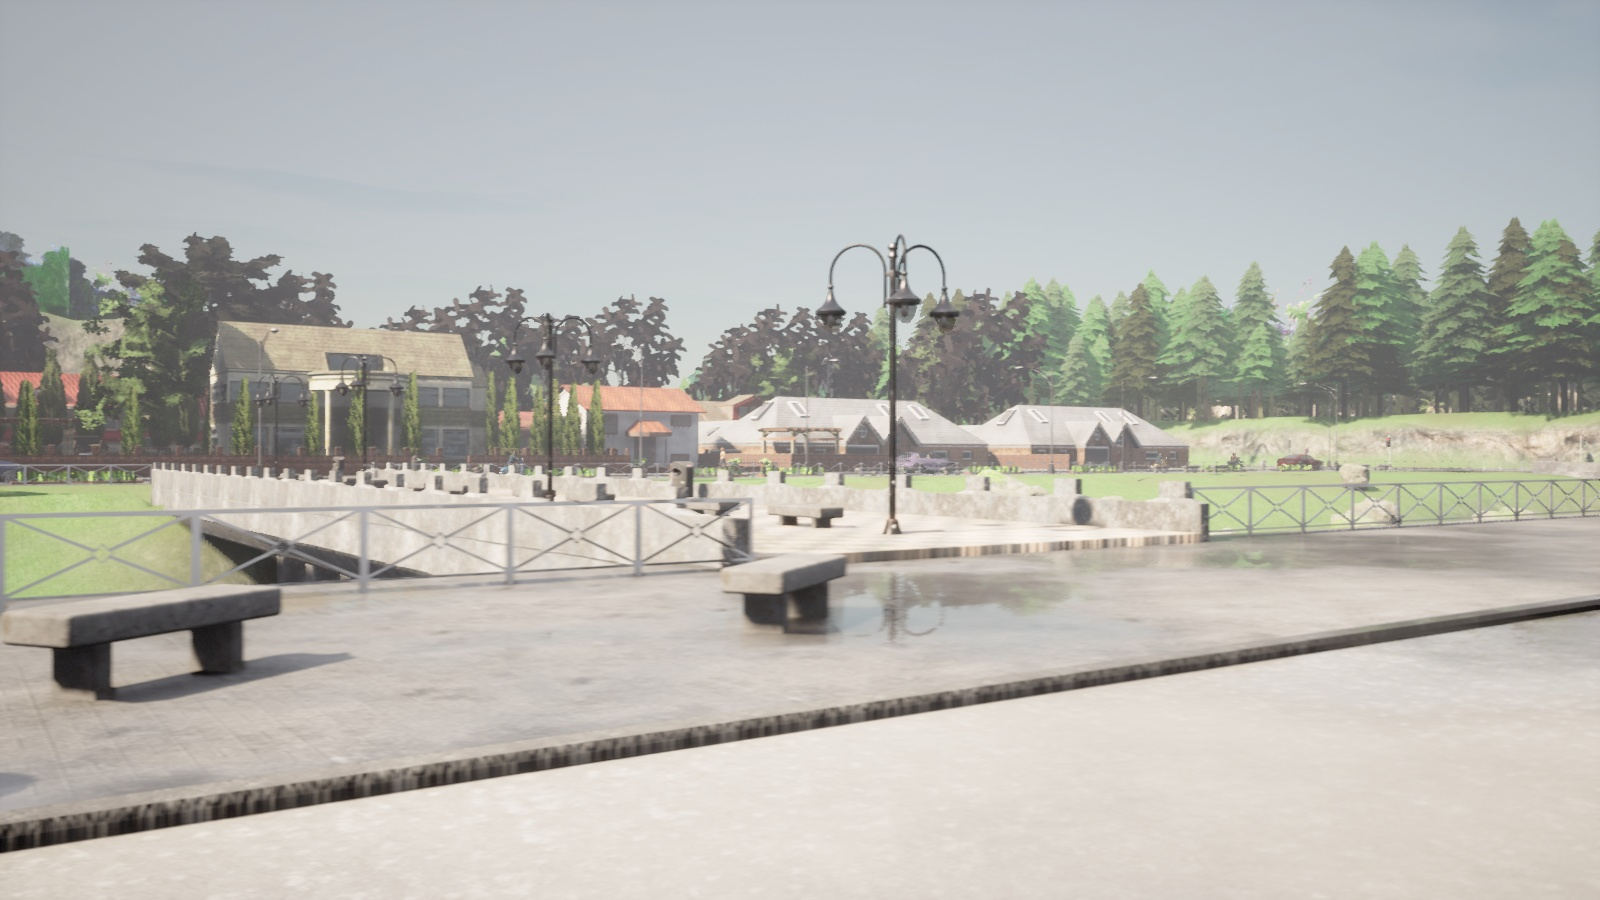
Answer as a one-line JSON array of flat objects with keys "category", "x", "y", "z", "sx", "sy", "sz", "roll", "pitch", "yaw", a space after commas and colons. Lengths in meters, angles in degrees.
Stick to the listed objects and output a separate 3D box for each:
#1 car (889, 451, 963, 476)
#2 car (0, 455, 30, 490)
[{"category": "car", "x": 8.562, "y": 0.876, "z": 85.367, "sx": 4.856, "sy": 1.649, "sz": 2.033, "roll": 0, "pitch": 0, "yaw": -35}, {"category": "car", "x": -35.680, "y": 0.968, "z": 54.588, "sx": 3.633, "sy": 1.501, "sz": 1.845, "roll": 0, "pitch": 0, "yaw": -35}]
